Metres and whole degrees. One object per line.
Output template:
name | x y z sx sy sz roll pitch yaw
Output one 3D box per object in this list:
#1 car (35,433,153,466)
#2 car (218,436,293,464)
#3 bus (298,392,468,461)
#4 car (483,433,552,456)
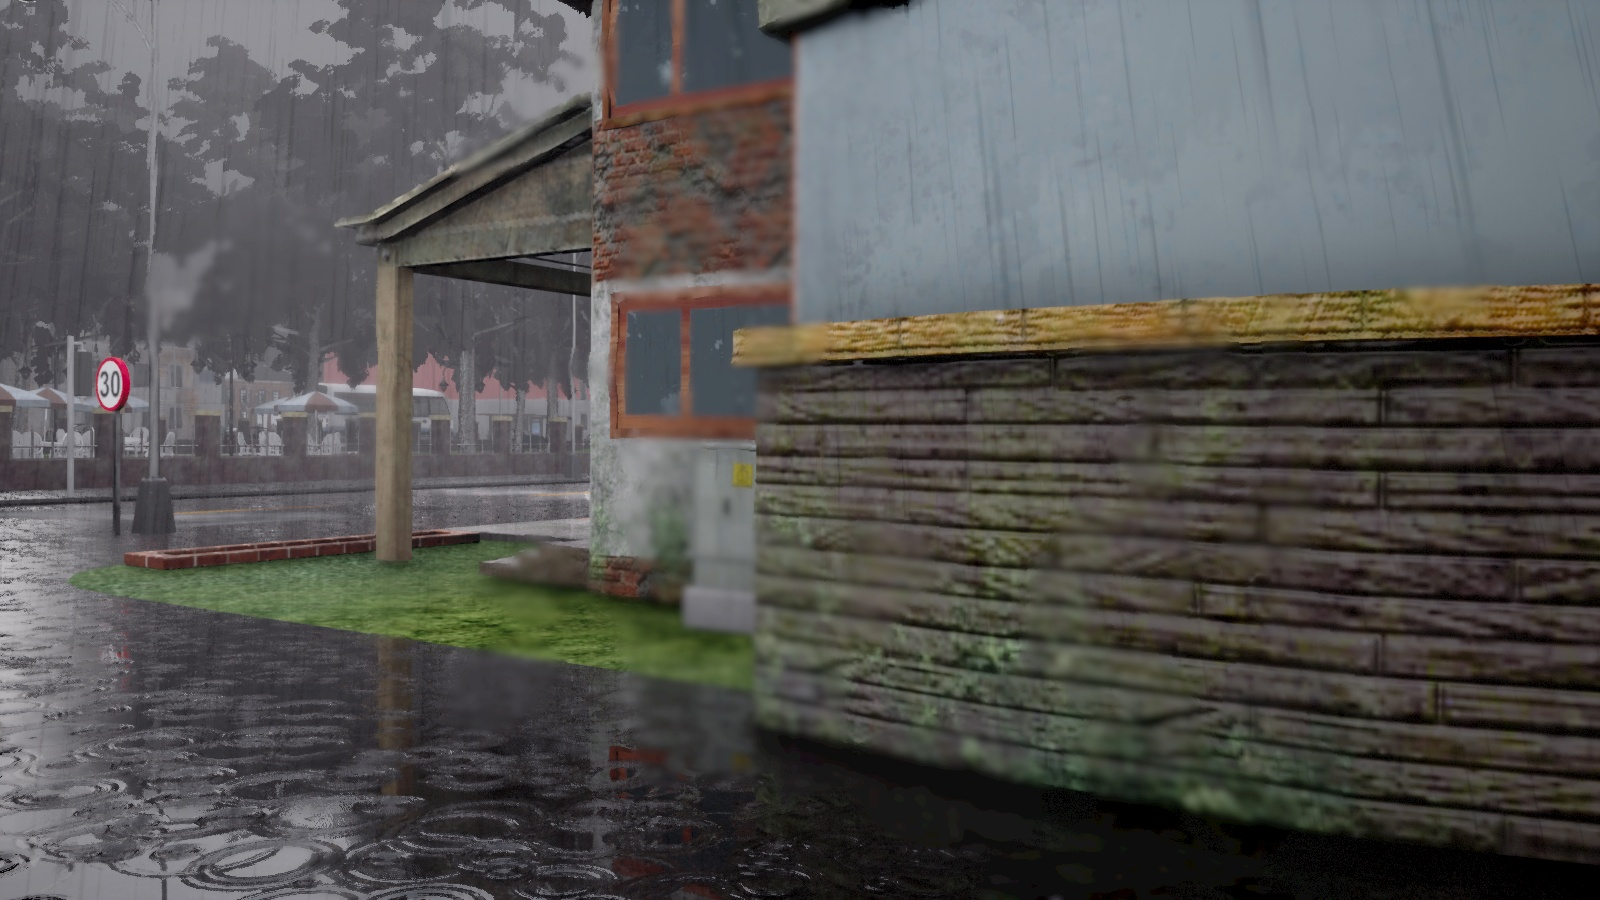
car | -37.408 -0.062 66.681 2.152 1.651 5.027 0 1 33
car | -32.264 -0.015 74.493 1.789 1.549 3.705 0 1 33
bus | -27.106 -1.524 82.317 3.944 4.253 10.273 0 1 33
car | -20.658 -0.409 92.079 2.033 1.649 4.856 0 1 33
